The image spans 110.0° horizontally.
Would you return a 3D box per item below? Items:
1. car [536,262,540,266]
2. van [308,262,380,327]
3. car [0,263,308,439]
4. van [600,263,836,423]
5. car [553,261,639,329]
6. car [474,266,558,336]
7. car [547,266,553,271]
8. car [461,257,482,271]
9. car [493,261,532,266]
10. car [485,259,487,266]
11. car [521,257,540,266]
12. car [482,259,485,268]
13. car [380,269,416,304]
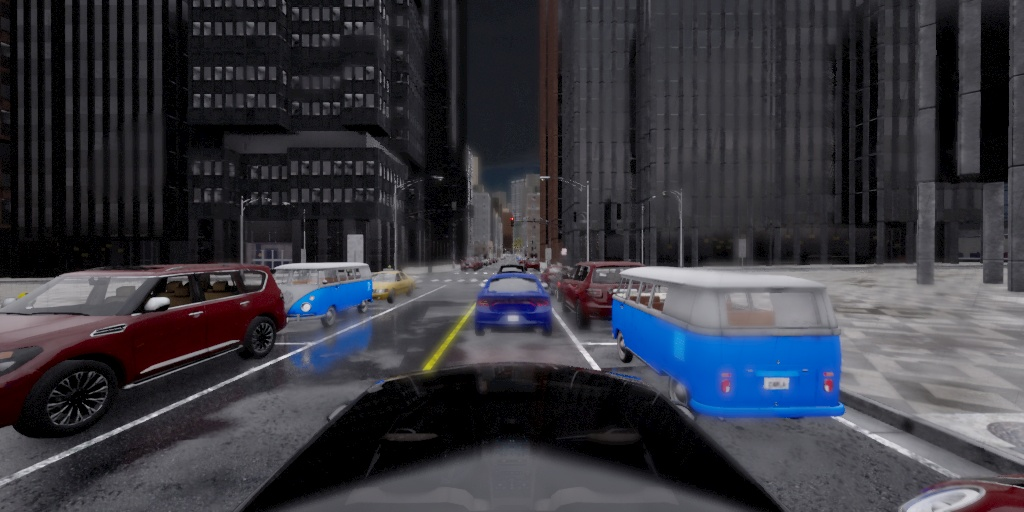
[{"bbox_3d":[2.760,1.297,22.166,1.888,1.381,4.507,0,0,0],"label":"car"},{"bbox_3d":[-5.766,1.090,11.127,1.690,1.789,3.998,0,0,0],"label":"van"},{"bbox_3d":[-5.766,1.064,5.602,2.192,1.841,5.009,0,0,0],"label":"car"},{"bbox_3d":[2.766,1.090,5.590,1.690,1.789,3.998,0,0,0],"label":"van"},{"bbox_3d":[2.764,1.064,11.115,2.192,1.841,5.009,0,0,0],"label":"car"},{"bbox_3d":[0.057,1.227,10.403,1.882,1.535,5.008,0,0,1],"label":"car"},{"bbox_3d":[2.762,1.301,16.641,2.007,1.370,4.403,0,0,0],"label":"car"},{"bbox_3d":[-5.769,1.084,49.215,2.192,1.841,5.009,0,0,0],"label":"car"},{"bbox_3d":[-0.002,1.257,20.774,1.837,1.490,4.892,0,0,0],"label":"car"},{"bbox_3d":[-5.771,1.348,60.501,1.948,1.339,4.313,0,0,0],"label":"car"},{"bbox_3d":[2.756,1.084,49.206,2.192,1.841,5.009,0,0,0],"label":"car"},{"bbox_3d":[-5.770,1.090,54.858,2.192,1.841,5.009,0,0,0],"label":"car"},{"bbox_3d":[-5.765,1.276,16.481,1.751,1.417,4.829,0,0,0],"label":"car"}]
